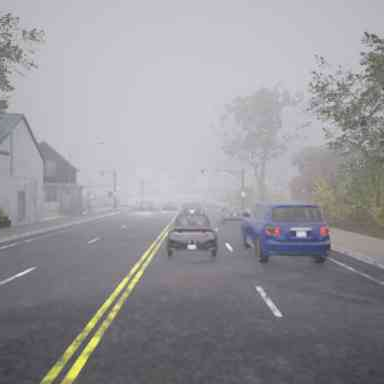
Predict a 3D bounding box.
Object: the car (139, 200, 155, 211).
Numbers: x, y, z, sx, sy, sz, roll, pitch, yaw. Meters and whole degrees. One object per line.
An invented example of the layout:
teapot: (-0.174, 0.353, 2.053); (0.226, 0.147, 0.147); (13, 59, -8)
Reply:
car: (-6.539, 1.966, 48.526); (2.128, 1.511, 4.902); (0, -1, 0)

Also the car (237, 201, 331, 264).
car: (3.253, 1.353, 12.539); (2.150, 2.045, 5.566); (0, 0, 0)

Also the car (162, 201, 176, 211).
car: (-3.289, 2.038, 48.565); (1.994, 1.385, 4.181); (0, -1, 0)

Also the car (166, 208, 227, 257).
car: (0.012, 1.630, 13.480); (2.128, 1.511, 4.902); (0, 0, 0)

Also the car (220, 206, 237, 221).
car: (3.247, 1.824, 27.482); (2.033, 1.411, 5.357); (0, -1, 0)

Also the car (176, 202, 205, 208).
car: (0.006, 1.636, 28.389); (2.097, 1.767, 4.553); (0, -1, 0)
